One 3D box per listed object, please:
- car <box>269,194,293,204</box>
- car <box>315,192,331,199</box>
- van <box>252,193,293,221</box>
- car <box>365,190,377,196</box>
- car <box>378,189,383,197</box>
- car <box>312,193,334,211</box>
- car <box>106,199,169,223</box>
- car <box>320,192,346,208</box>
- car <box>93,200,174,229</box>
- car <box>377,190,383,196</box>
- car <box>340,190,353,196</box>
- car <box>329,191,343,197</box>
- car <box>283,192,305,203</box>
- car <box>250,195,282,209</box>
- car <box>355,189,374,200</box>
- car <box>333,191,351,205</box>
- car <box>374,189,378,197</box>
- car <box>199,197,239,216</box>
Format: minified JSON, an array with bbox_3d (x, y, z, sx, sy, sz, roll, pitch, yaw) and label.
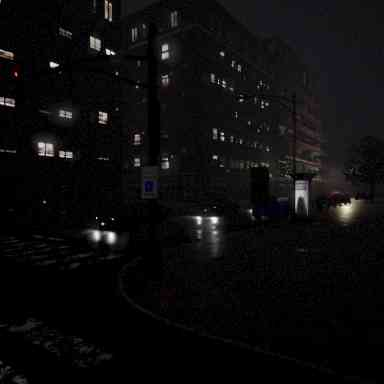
[{"bbox_3d":[12.601,0.933,46.885,1.802,1.307,4.206,1,1,36],"label":"car"},{"bbox_3d":[25.724,0.621,65.265,1.802,1.307,4.206,1,1,36],"label":"car"},{"bbox_3d":[5.724,1.009,23.687,1.690,1.788,3.998,1,1,36],"label":"van"},{"bbox_3d":[44.241,0.216,82.067,1.994,1.385,4.181,0,1,36],"label":"car"},{"bbox_3d":[41.851,0.356,74.289,1.887,1.381,4.507,1,1,36],"label":"car"},{"bbox_3d":[12.292,1.078,32.891,1.947,1.339,4.313,1,1,36],"label":"car"},{"bbox_3d":[-3.804,1.283,23.909,1.887,1.381,4.507,1,1,36],"label":"car"},{"bbox_3d":[15.576,0.979,37.490,1.887,1.381,4.507,1,1,36],"label":"car"},{"bbox_3d":[-3.335,1.323,20.343,2.033,1.411,5.357,0,1,36],"label":"car"},{"bbox_3d":[45.135,0.315,78.889,1.802,1.307,4.206,1,1,36],"label":"car"},{"bbox_3d":[38.848,0.278,83.644,2.008,1.369,4.403,1,1,36],"label":"car"},{"bbox_3d":[32.286,0.428,74.454,1.887,1.381,4.507,1,1,36],"label":"car"},{"bbox_3d":[15.783,0.801,51.341,1.752,1.417,4.829,1,1,36],"label":"car"},{"bbox_3d":[8.217,1.066,36.519,1.994,1.385,4.181,0,1,35],"label":"car"},{"bbox_3d":[28.714,0.564,55.888,1.967,1.590,4.097,1,1,36],"label":"car"},{"bbox_3d":[18.861,0.923,42.091,1.947,1.339,4.313,1,1,36],"label":"car"},{"bbox_3d":[31.998,0.590,60.490,1.887,1.381,4.507,1,1,36],"label":"car"},{"bbox_3d":[2.418,1.165,28.398,1.812,1.442,4.674,0,1,35],"label":"car"}]
